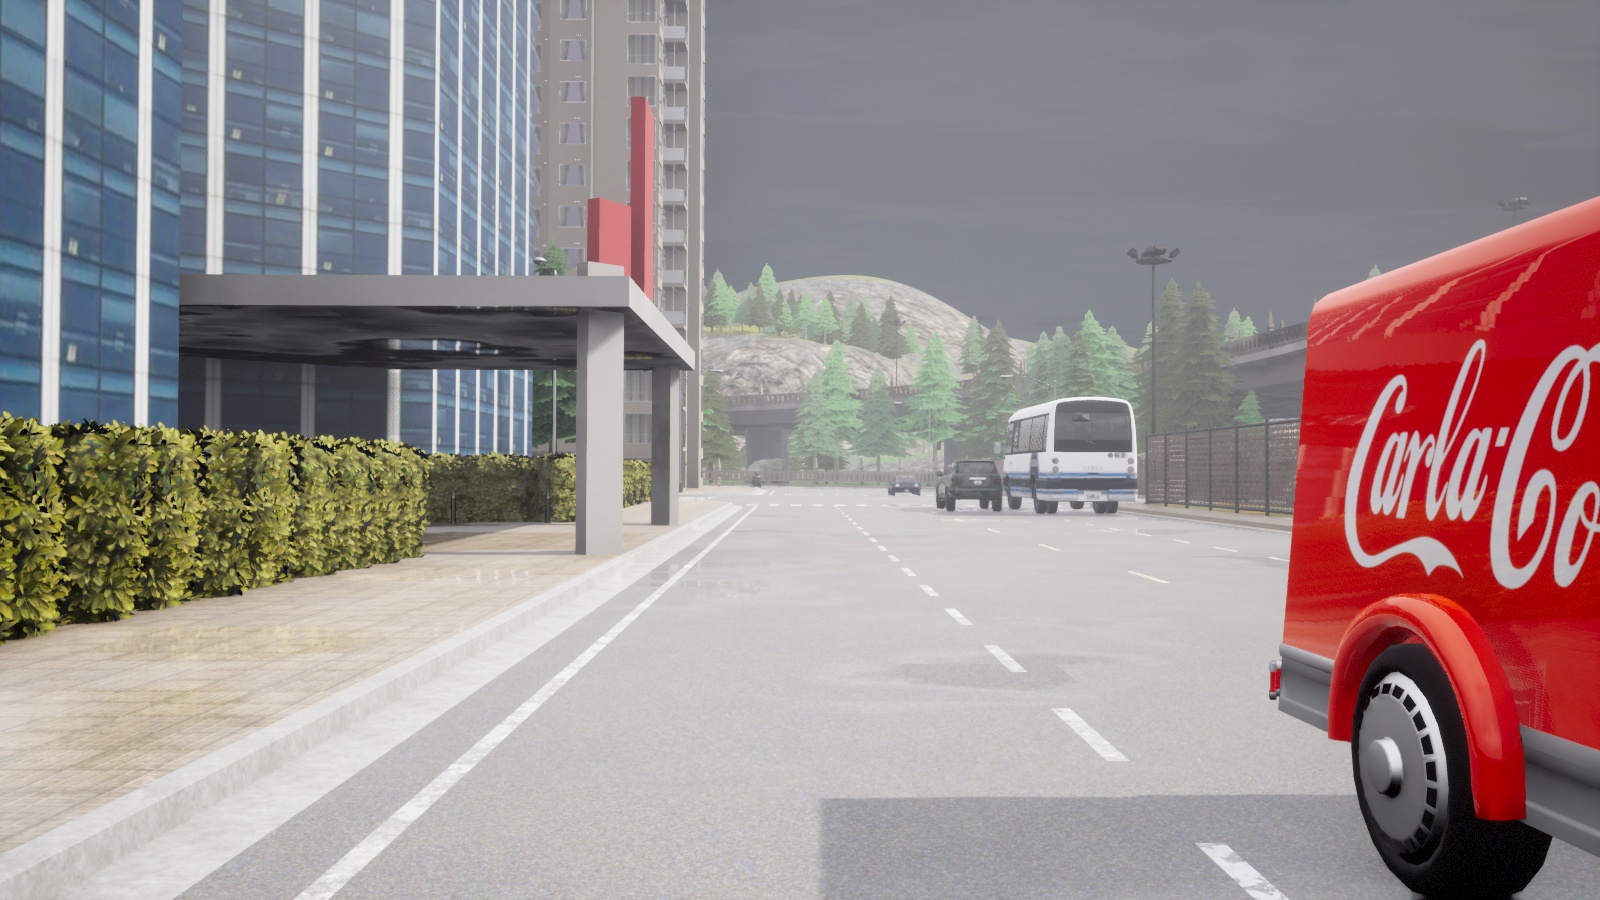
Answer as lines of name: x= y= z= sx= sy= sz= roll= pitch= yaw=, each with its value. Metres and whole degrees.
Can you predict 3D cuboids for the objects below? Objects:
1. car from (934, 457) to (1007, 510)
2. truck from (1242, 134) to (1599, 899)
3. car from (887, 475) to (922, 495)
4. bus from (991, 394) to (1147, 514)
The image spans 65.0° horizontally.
car: x=6.864 y=1.358 z=51.166 sx=2.150 sy=2.045 sz=5.566 roll=0 pitch=-2 yaw=0
truck: x=3.488 y=0.373 z=3.519 sx=2.627 sy=2.467 sz=5.204 roll=0 pitch=-1 yaw=0
car: x=6.782 y=2.261 z=81.977 sx=1.895 sy=1.301 sz=4.718 roll=0 pitch=-1 yaw=0
bus: x=10.362 y=0.232 z=49.859 sx=3.944 sy=4.253 sz=10.273 roll=0 pitch=-1 yaw=0
